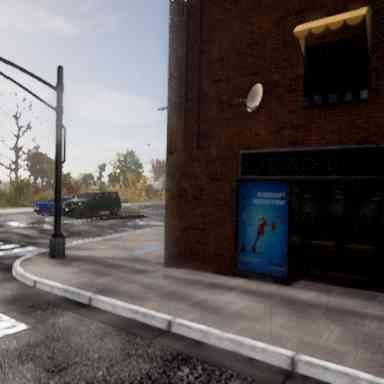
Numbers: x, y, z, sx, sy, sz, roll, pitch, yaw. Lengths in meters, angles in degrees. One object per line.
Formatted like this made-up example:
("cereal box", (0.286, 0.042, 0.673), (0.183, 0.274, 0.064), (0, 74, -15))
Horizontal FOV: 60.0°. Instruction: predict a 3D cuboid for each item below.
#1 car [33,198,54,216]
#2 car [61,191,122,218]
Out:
("car", (-11.146, 1.115, 28.643), (1.882, 1.535, 5.008), (2, 1, 27))
("car", (-8.129, 0.946, 27.388), (2.150, 2.045, 5.566), (2, 1, 27))
